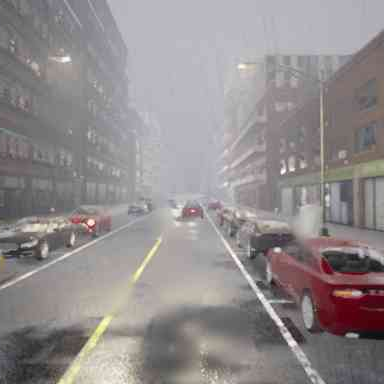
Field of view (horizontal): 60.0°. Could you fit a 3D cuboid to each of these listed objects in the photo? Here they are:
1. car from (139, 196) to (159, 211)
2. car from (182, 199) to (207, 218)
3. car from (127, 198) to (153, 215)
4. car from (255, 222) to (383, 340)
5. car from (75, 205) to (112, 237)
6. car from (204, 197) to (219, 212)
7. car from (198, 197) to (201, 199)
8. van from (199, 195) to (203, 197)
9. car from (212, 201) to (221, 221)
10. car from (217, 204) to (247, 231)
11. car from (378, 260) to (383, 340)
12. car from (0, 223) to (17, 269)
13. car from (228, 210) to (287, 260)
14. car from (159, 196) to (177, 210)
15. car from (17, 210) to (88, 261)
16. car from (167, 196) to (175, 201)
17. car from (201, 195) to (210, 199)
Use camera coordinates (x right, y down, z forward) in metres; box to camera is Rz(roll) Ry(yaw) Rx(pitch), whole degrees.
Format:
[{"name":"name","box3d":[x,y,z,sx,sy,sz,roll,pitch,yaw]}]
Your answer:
[{"name":"car","box3d":[-5.684,1.415,40.734,2.192,1.841,5.009,1,0,0]},{"name":"car","box3d":[0.082,1.642,31.223,1.994,1.385,4.181,0,0,0]},{"name":"car","box3d":[-5.687,1.638,35.063,2.008,1.369,4.403,1,0,0]},{"name":"car","box3d":[2.700,1.563,6.646,1.887,1.381,4.507,1,0,0]},{"name":"car","box3d":[-5.681,1.487,18.051,1.967,1.590,4.097,1,0,0]},{"name":"car","box3d":[2.692,1.644,40.669,1.887,1.381,4.507,1,0,0]},{"name":"car","box3d":[-0.004,1.717,48.594,1.895,1.301,4.718,0,0,0]},{"name":"van","box3d":[2.656,1.488,63.352,1.690,1.788,3.998,1,0,0]},{"name":"car","box3d":[2.696,1.606,23.657,1.887,1.381,4.507,1,0,0]},{"name":"car","box3d":[2.697,1.598,17.987,2.008,1.369,4.403,1,0,0]},{"name":"car","box3d":[2.703,1.443,0.974,1.967,1.590,4.097,1,0,0]},{"name":"car","box3d":[-5.680,1.543,6.538,1.752,1.417,4.829,1,0,0]},{"name":"car","box3d":[2.698,1.584,12.316,2.008,1.369,4.403,1,0,0]},{"name":"car","box3d":[-3.097,1.636,46.120,1.812,1.442,4.674,0,0,0]},{"name":"car","box3d":[-5.682,1.584,12.379,2.008,1.369,4.403,1,0,0]},{"name":"car","box3d":[-5.700,1.745,91.773,1.887,1.381,4.507,1,0,0]},{"name":"car","box3d":[2.678,1.649,52.180,1.752,1.417,4.829,1,0,0]}]
